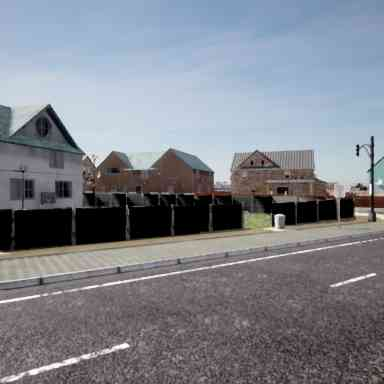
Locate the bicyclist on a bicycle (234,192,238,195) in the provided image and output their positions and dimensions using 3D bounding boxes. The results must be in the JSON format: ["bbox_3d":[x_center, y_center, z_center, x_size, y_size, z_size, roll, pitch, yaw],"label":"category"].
[{"bbox_3d":[5.196,0.794,39.574,0.582,1.620,1.656,1,1,19],"label":"bicyclist on a bicycle"}]
